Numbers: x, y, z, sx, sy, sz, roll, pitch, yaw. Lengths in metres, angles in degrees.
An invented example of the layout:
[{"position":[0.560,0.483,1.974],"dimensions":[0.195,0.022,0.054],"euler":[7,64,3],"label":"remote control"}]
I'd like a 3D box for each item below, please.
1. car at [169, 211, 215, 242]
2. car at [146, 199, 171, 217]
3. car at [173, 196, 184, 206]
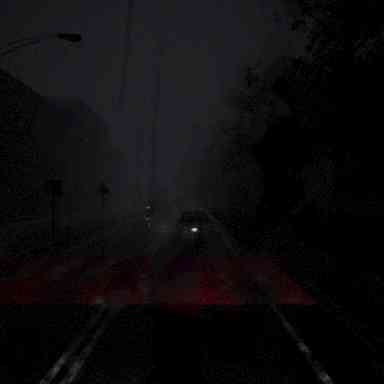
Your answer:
[{"position":[0.114,1.656,16.818],"dimensions":[1.994,1.385,4.181],"euler":[0,0,0],"label":"car"},{"position":[-3.287,1.527,32.930],"dimensions":[2.097,1.767,4.553],"euler":[0,0,0],"label":"car"},{"position":[-2.968,1.974,74.101],"dimensions":[2.150,2.045,5.566],"euler":[0,-1,0],"label":"car"}]
